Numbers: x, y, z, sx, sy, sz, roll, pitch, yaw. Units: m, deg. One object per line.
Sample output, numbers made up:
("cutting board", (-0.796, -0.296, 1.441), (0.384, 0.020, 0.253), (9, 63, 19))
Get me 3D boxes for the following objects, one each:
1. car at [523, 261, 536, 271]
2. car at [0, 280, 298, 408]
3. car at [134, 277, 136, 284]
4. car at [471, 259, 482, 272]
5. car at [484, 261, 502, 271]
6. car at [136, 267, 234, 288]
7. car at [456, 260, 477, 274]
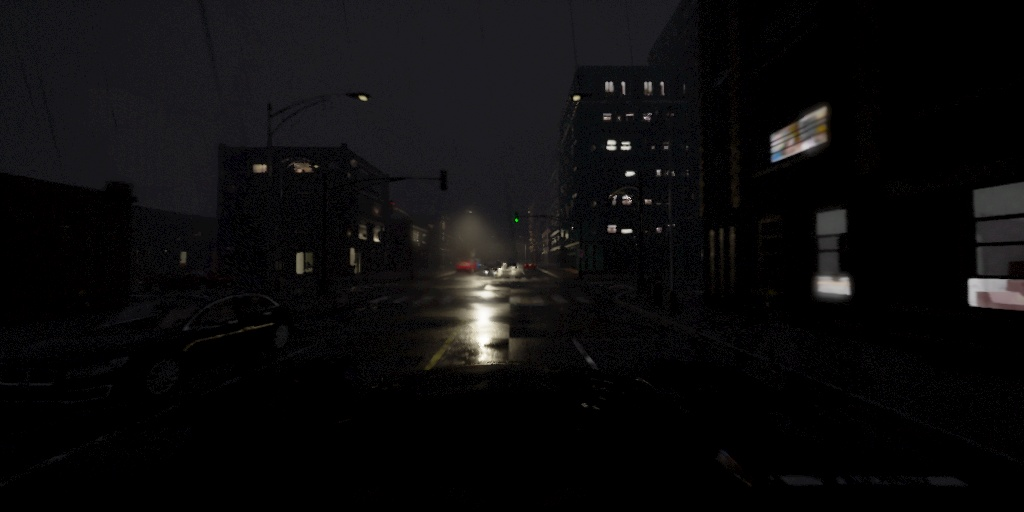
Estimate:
("car", (2.690, 1.442, 55.736), (1.967, 1.591, 4.097), (0, 0, 0))
("car", (-5.690, 1.322, 6.351), (2.007, 1.370, 4.403), (0, 0, 0))
("car", (-29.315, 1.639, 30.326), (4.097, 1.591, 1.967), (0, 0, 1))
("car", (-5.691, 1.521, 49.988), (1.888, 1.381, 4.507), (0, 0, 0))
("car", (-3.055, 1.539, 53.537), (2.033, 1.411, 5.357), (0, 0, 1))
("car", (-19.294, 1.456, 21.597), (4.507, 1.381, 1.888), (0, 0, 1))
("car", (-5.767, 1.494, 44.306), (1.888, 1.381, 4.507), (0, 0, 0))
